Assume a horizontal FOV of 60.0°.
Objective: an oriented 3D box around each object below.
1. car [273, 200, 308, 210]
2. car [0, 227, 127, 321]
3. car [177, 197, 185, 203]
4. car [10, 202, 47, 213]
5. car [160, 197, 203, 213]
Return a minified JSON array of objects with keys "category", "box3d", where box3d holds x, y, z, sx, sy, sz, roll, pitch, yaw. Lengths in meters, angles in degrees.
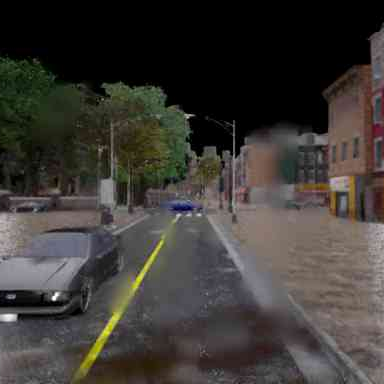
[{"category":"car","box3d":[12.388,1.647,41.949,4.313,1.339,1.947,0,-1,0]},{"category":"car","box3d":[-2.847,1.567,7.815,2.033,1.411,5.357,0,0,0]},{"category":"car","box3d":[-2.736,1.956,81.113,1.837,1.490,4.892,0,-1,0]},{"category":"car","box3d":[-20.598,1.914,41.946,4.403,1.369,2.008,-1,-1,0]},{"category":"car","box3d":[-1.230,1.619,39.306,5.008,1.535,1.882,0,0,0]}]
